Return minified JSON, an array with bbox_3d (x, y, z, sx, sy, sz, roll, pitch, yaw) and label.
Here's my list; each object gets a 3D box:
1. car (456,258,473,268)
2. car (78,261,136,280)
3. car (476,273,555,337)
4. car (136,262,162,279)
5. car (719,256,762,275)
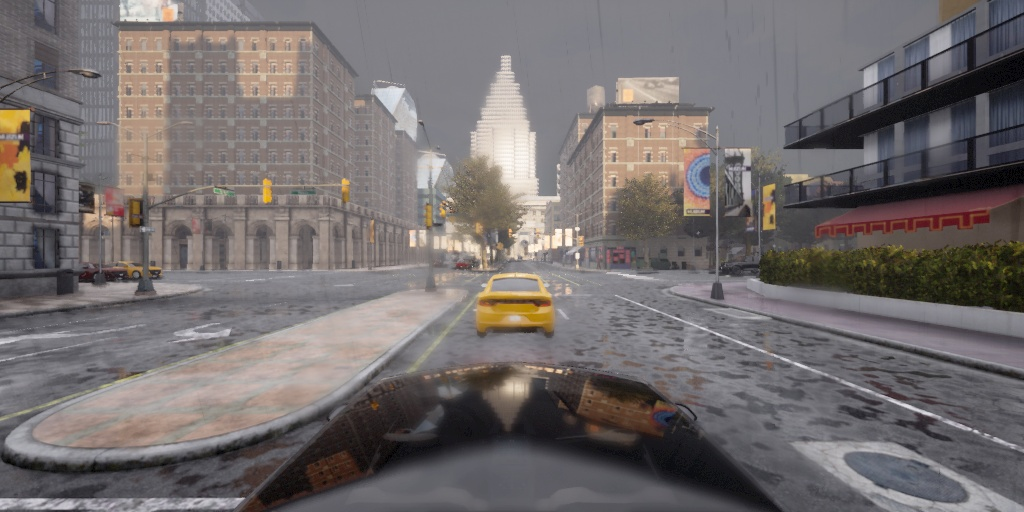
[{"bbox_3d":[-8.004,1.370,59.105,1.895,1.301,4.718,0,0,0],"label":"car"},{"bbox_3d":[-33.947,1.237,28.863,5.008,1.535,1.882,0,0,0],"label":"car"},{"bbox_3d":[0.092,1.230,10.366,1.882,1.535,5.008,0,0,0],"label":"car"},{"bbox_3d":[-34.583,1.238,32.361,5.008,1.535,1.882,0,0,0],"label":"car"},{"bbox_3d":[25.999,0.984,39.716,5.566,2.045,2.150,0,0,0],"label":"car"}]
